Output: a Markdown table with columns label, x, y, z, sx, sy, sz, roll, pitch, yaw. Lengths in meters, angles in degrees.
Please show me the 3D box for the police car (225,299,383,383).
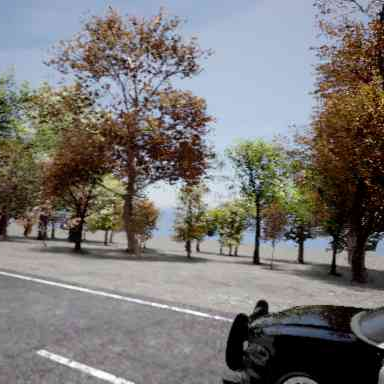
| label | x | y | z | sx | sy | sz | roll | pitch | yaw |
| --- | --- | --- | --- | --- | --- | --- | --- | --- | --- |
| police car | 2.922 | 1.757 | 3.446 | 5.238 | 1.638 | 1.930 | 0 | -4 | 30 |
